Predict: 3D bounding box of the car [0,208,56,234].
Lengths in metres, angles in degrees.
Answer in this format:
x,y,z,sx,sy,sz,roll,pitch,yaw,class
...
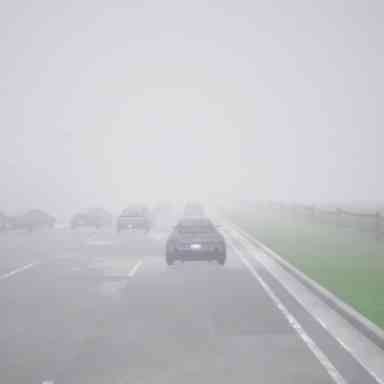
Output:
x,y,z,sx,sy,sz,roll,pitch,yaw,class
-10.377,1.758,21.183,1.812,1.442,4.674,-1,0,0,car

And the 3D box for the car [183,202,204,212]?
x,y,z,sx,sy,sz,roll,pitch,yaw,class
0.144,1.702,32.113,2.128,1.511,4.902,-1,0,0,car

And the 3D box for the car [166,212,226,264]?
x,y,z,sx,sy,sz,roll,pitch,yaw,class
0.124,1.644,12.180,1.994,1.385,4.181,-1,0,0,car

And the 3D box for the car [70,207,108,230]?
x,y,z,sx,sy,sz,roll,pitch,yaw,class
-6.869,1.738,22.915,1.812,1.442,4.674,-1,0,0,car

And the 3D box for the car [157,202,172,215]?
x,y,z,sx,sy,sz,roll,pitch,yaw,class
-3.349,1.828,38.031,2.033,1.411,5.357,-1,0,0,car

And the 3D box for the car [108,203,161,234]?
x,y,z,sx,sy,sz,roll,pitch,yaw,class
-3.367,1.658,20.582,2.128,1.511,4.902,-1,0,0,car
